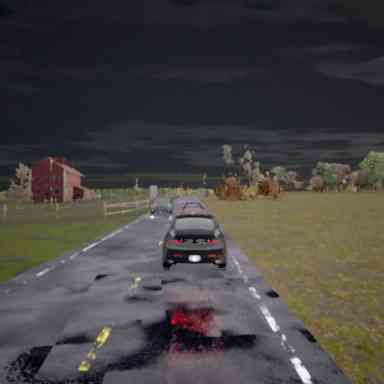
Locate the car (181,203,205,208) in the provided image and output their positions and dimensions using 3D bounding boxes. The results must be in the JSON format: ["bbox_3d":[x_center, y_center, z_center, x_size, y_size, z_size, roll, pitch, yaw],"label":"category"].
[{"bbox_3d":[0.082,1.509,26.200,1.994,1.385,4.181,0,0,0],"label":"car"}]

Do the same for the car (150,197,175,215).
[{"bbox_3d":[-2.834,1.284,32.584,2.097,1.767,4.553,0,0,0],"label":"car"}]

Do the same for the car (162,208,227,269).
[{"bbox_3d":[0.082,1.480,11.058,1.837,1.490,4.892,0,0,0],"label":"car"}]
